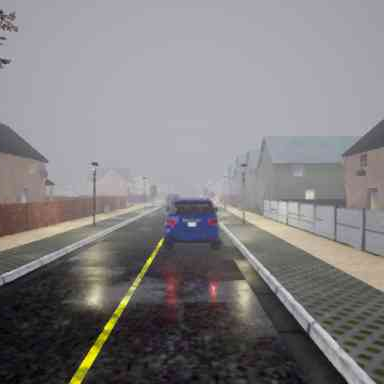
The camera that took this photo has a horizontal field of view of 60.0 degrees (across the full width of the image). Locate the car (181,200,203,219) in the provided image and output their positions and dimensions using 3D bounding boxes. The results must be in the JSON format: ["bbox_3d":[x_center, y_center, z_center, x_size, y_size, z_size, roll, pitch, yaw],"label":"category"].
[{"bbox_3d":[0.000,1.538,29.650,1.812,1.442,4.674,0,0,0],"label":"car"}]

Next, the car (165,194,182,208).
[{"bbox_3d":[-2.750,1.336,50.623,2.150,2.045,5.566,0,0,0],"label":"car"}]

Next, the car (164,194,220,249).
[{"bbox_3d":[0.000,1.260,14.680,2.150,2.045,5.566,0,0,0],"label":"car"}]
